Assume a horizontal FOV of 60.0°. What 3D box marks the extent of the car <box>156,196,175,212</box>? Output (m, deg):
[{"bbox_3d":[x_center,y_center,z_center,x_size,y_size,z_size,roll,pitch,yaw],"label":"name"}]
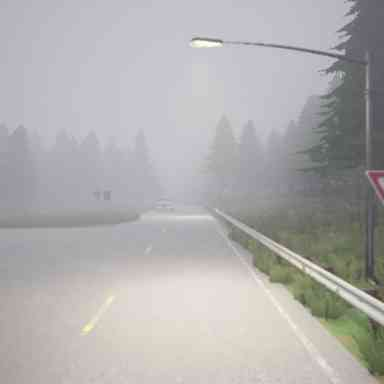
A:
[{"bbox_3d":[-3.520,1.615,44.703,2.150,2.045,5.566,0,0,0],"label":"car"}]
